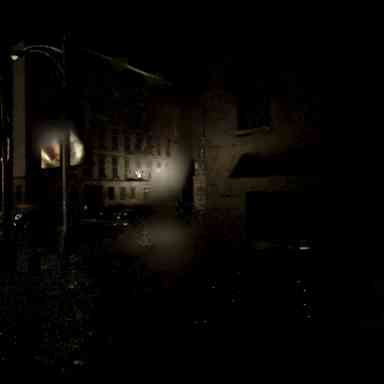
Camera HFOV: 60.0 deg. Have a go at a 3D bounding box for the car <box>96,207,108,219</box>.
[{"bbox_3d":[-7.106,1.813,31.787,1.994,1.385,4.181,-1,-1,35],"label":"car"}]

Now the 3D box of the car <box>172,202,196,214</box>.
[{"bbox_3d":[-1.358,1.843,39.862,1.994,1.385,4.181,-1,-1,35],"label":"car"}]

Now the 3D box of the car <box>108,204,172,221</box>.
[{"bbox_3d":[-4.551,1.740,29.775,2.033,1.411,5.357,-1,-1,35],"label":"car"}]

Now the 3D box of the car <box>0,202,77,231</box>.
[{"bbox_3d":[-10.038,1.517,22.055,2.097,1.767,4.553,-1,-1,35],"label":"car"}]
